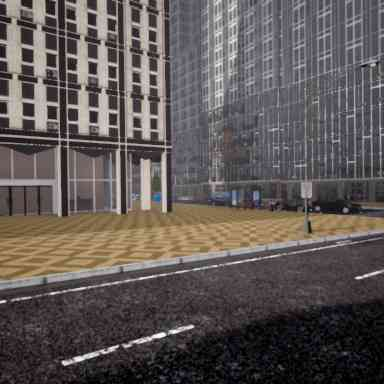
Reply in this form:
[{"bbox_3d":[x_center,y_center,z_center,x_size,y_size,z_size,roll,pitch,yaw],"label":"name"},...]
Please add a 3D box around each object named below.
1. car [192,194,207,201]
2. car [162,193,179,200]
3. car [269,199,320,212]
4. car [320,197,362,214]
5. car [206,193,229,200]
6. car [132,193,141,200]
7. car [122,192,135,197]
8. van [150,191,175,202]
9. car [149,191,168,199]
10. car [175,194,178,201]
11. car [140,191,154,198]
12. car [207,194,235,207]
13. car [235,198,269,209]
[{"bbox_3d":[1.717,1.037,63.437,1.802,1.307,4.206,-1,1,-34],"label":"car"},{"bbox_3d":[-4.704,0.929,72.818,1.802,1.307,4.206,-1,1,-34],"label":"car"},{"bbox_3d":[10.746,1.419,35.182,1.947,1.339,4.313,-1,1,-34],"label":"car"},{"bbox_3d":[14.762,1.315,34.114,1.882,1.535,5.008,-1,1,-34],"label":"car"},{"bbox_3d":[4.570,1.237,49.018,1.994,1.385,4.181,-1,1,-34],"label":"car"},{"bbox_3d":[-11.620,1.034,68.085,2.008,1.369,4.403,0,1,-34],"label":"car"},{"bbox_3d":[-17.545,0.682,91.577,2.008,1.369,4.403,0,1,-34],"label":"car"},{"bbox_3d":[-5.198,0.932,58.702,1.690,1.788,3.998,-1,1,-34],"label":"van"},{"bbox_3d":[-7.914,0.608,77.504,2.192,1.841,5.009,-1,1,-34],"label":"car"},{"bbox_3d":[-4.668,0.865,62.673,2.033,1.411,5.357,-1,1,-34],"label":"car"},{"bbox_3d":[-11.125,0.680,82.195,1.967,1.590,4.097,-1,1,-34],"label":"car"},{"bbox_3d":[4.388,1.314,44.606,1.947,1.339,4.313,-1,1,-34],"label":"car"},{"bbox_3d":[7.550,1.383,39.884,1.802,1.307,4.206,-1,1,-34],"label":"car"}]
